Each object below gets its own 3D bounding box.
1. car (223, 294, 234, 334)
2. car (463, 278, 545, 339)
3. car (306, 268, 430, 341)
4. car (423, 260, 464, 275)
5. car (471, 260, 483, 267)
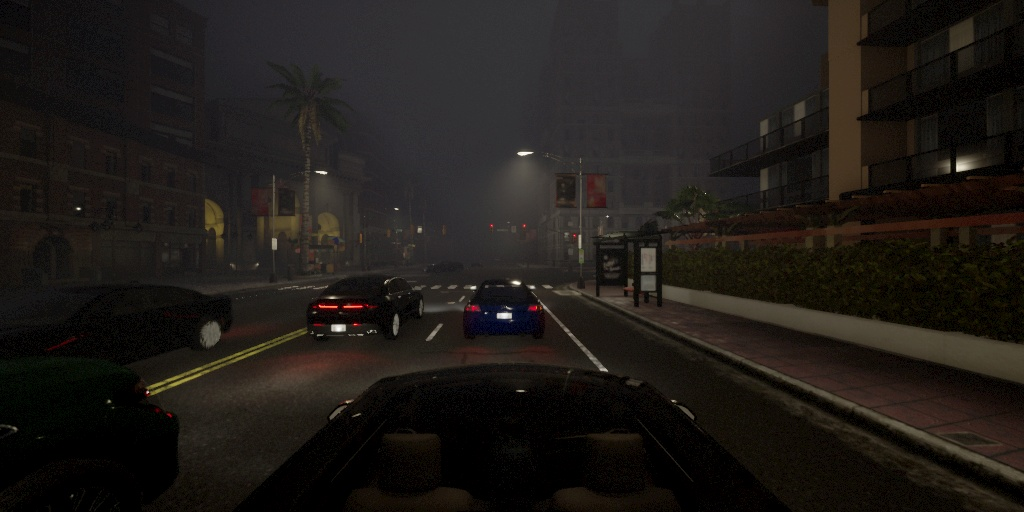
[{"bbox_3d":[-7.242,1.228,6.101,1.882,1.535,5.008,0,0,-2],"label":"car"},{"bbox_3d":[-0.242,1.314,10.064,1.994,1.385,4.181,0,0,-2],"label":"car"},{"bbox_3d":[-3.731,1.255,9.906,1.837,1.490,4.892,0,0,-3],"label":"car"},{"bbox_3d":[-7.517,1.243,39.433,2.128,1.511,4.902,0,0,41],"label":"car"},{"bbox_3d":[-6.073,1.354,63.254,1.895,1.301,4.718,0,0,-2],"label":"car"}]
